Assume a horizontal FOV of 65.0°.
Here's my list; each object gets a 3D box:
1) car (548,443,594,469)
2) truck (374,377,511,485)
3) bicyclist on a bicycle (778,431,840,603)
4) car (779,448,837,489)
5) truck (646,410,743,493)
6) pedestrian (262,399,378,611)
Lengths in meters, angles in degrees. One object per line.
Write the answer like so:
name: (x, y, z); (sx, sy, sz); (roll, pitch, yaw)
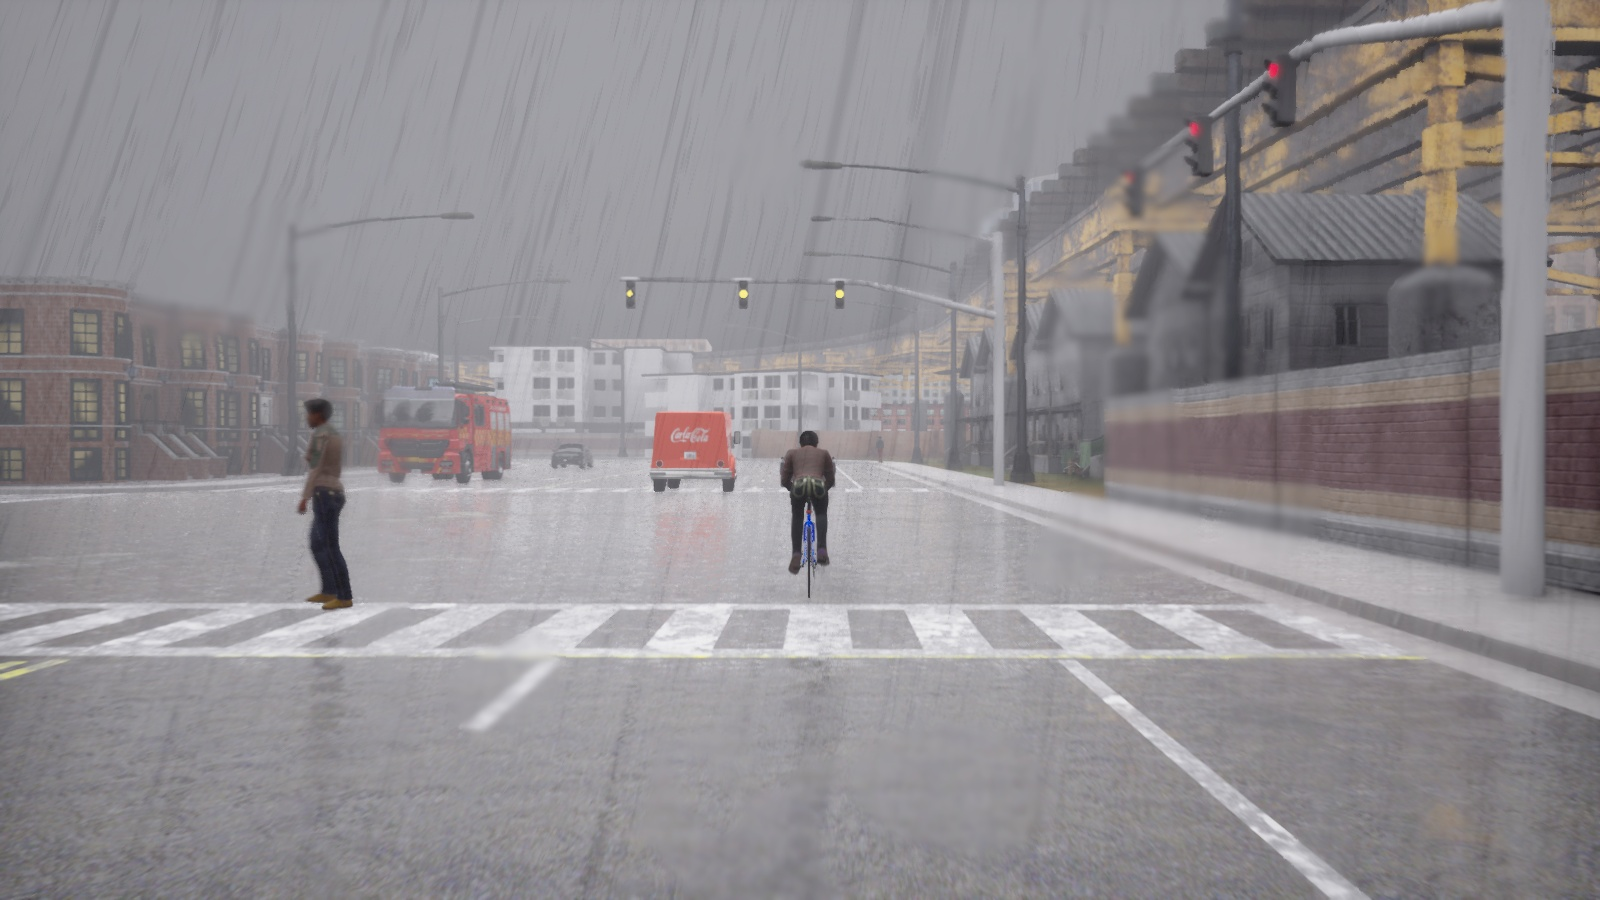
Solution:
car: (-13.546, 0.320, 74.626); (1.837, 1.490, 4.892); (0, 0, 0)
truck: (-13.698, -0.705, 48.945); (2.891, 3.827, 8.468); (0, 0, 0)
bicyclist on a bicycle: (0.089, 0.628, 12.653); (0.582, 1.620, 1.656); (0, 0, 0)
car: (0.269, 0.601, 43.605); (1.895, 1.301, 4.718); (0, 0, 0)
truck: (-3.251, 0.032, 39.918); (2.627, 2.467, 5.204); (0, 0, 0)
pedestrian: (-4.140, 0.467, 10.850); (0.869, 1.805, 0.328); (0, 0, 0)
